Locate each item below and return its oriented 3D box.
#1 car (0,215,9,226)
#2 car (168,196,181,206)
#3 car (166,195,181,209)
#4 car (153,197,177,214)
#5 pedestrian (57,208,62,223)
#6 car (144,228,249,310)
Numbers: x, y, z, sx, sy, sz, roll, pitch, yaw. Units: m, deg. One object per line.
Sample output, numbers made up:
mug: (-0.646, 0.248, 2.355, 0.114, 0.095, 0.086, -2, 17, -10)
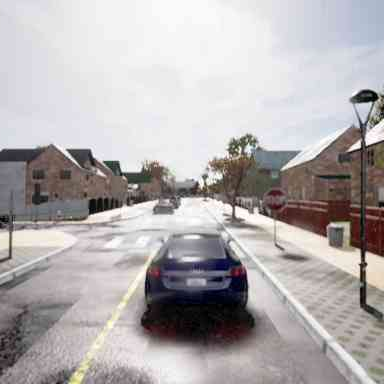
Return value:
car: (-14.989, 1.786, 22.579, 4.718, 1.301, 1.895, -1, -2, 6)
car: (-2.811, 1.428, 54.746, 1.837, 1.490, 4.892, 0, 0, 1)
car: (-2.842, 1.270, 44.455, 2.097, 1.767, 4.553, 0, 0, 0)
car: (-2.849, 1.488, 34.073, 1.994, 1.385, 4.181, 0, 0, 0)
pedestrian: (-9.913, 1.741, 24.869, 0.500, 1.100, 0.500, 0, -2, 5)
car: (0.094, 1.538, 7.820, 1.994, 1.385, 4.181, 0, 0, 0)
